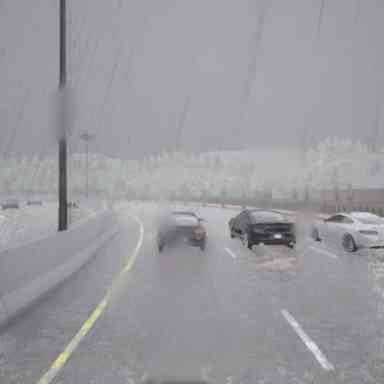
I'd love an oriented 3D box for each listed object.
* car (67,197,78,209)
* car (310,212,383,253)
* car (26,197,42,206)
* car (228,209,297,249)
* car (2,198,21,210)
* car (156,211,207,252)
[{"bbox_3d":[-16.845,1.497,45.707,1.882,1.535,5.008,0,0,-26],"label":"car"},{"bbox_3d":[6.551,1.532,13.586,1.812,1.442,4.674,0,0,-5],"label":"car"},{"bbox_3d":[-25.865,1.549,54.587,1.812,1.442,4.674,0,0,-33],"label":"car"},{"bbox_3d":[2.928,1.484,14.744,1.882,1.535,5.008,0,0,-6],"label":"car"},{"bbox_3d":[-23.389,1.522,43.164,1.837,1.490,4.892,0,0,-26],"label":"car"},{"bbox_3d":[-0.497,1.532,13.909,1.812,1.442,4.674,0,0,-5],"label":"car"}]
